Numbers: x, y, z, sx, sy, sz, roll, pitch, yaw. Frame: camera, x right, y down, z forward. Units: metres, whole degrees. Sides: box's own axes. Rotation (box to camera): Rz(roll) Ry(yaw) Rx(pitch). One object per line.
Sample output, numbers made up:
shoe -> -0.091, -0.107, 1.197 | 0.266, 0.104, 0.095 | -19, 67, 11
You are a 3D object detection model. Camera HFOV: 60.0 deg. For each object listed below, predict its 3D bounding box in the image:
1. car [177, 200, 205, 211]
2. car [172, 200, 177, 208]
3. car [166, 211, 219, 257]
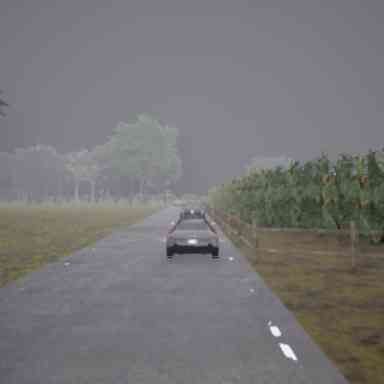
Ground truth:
car -> 0.054, 1.659, 28.447 | 2.097, 1.767, 4.553 | 0, -1, 1
car -> -2.714, 2.322, 65.391 | 1.812, 1.442, 4.674 | 0, -1, 0
car -> 0.040, 1.707, 13.549 | 1.994, 1.385, 4.181 | 0, -1, 1
